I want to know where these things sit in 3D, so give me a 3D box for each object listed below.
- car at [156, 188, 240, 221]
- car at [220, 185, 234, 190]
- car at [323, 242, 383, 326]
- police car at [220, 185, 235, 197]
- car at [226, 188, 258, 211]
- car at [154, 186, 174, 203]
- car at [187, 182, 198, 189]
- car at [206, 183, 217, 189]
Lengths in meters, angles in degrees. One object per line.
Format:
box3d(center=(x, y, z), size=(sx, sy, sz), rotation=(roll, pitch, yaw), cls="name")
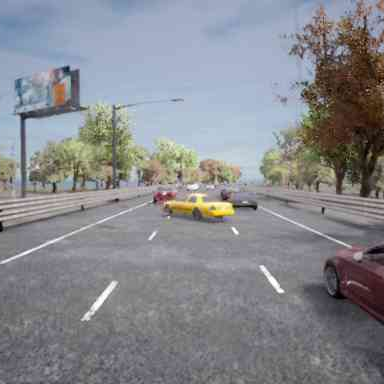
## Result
box3d(center=(0.173, 0.770, 20.023), size=(1.801, 1.575, 5.366), rotation=(-1, 2, -38), cls="car")
box3d(center=(4.486, 0.237, 37.391), size=(2.163, 1.488, 4.792), rotation=(0, 2, 3), cls="car")
box3d(center=(3.523, 1.358, 4.763), size=(1.812, 1.442, 4.674), rotation=(0, 2, 0), cls="car")
box3d(center=(5.116, -0.201, 48.321), size=(1.930, 1.638, 5.238), rotation=(0, 2, 4), cls="police car")
box3d(center=(4.012, 0.660, 26.501), size=(1.994, 1.385, 4.181), rotation=(0, 2, 2), cls="car")
box3d(center=(-2.571, 0.175, 34.157), size=(2.097, 1.767, 4.553), rotation=(1, 2, 3), cls="car")
box3d(center=(0.143, -1.228, 73.610), size=(2.150, 2.045, 5.566), rotation=(0, 2, 6), cls="car")
box3d(center=(4.572, -1.141, 82.494), size=(1.895, 1.301, 4.718), rotation=(0, 2, 6), cls="car")
